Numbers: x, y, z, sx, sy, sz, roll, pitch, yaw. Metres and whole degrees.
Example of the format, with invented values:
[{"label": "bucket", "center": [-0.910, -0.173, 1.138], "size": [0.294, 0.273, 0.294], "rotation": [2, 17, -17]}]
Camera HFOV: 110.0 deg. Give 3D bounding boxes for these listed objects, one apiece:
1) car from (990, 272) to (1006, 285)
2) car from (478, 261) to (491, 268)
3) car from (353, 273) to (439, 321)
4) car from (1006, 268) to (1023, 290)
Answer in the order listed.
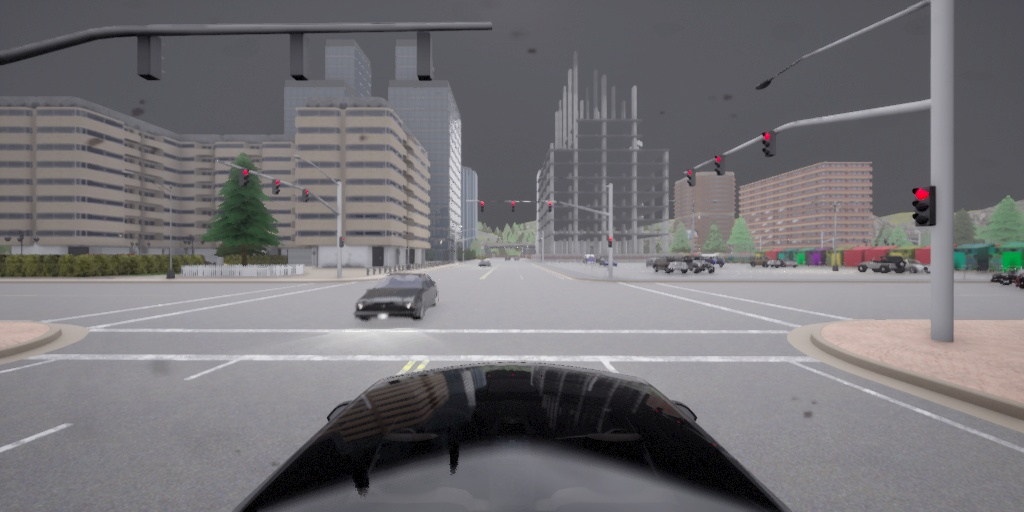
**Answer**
[{"label": "car", "center": [34.899, 1.282, 23.328], "size": [5.357, 1.411, 2.033], "rotation": [0, 0, 1]}, {"label": "car", "center": [-4.559, 1.296, 59.807], "size": [1.994, 1.385, 4.181], "rotation": [0, 1, 0]}, {"label": "car", "center": [-3.759, 1.304, 12.679], "size": [2.033, 1.411, 5.357], "rotation": [0, 0, -4]}, {"label": "car", "center": [31.327, 1.089, 19.908], "size": [4.553, 1.767, 2.097], "rotation": [0, 0, 1]}]
